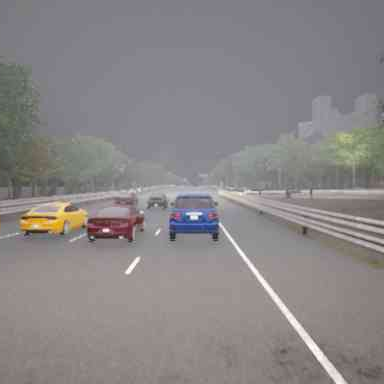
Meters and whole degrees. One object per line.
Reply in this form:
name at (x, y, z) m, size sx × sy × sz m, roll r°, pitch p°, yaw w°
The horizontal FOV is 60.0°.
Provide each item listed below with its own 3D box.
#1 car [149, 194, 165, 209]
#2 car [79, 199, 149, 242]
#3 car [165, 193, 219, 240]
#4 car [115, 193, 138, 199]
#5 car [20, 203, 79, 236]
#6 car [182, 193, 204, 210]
car at (-3.412, 0.923, 34.097) m, size 1.837 × 1.490 × 4.892 m, roll 0°, pitch 1°, yaw 0°
car at (-3.406, 1.326, 15.650) m, size 1.882 × 1.535 × 5.008 m, roll 0°, pitch 1°, yaw 0°
car at (0.106, 1.063, 16.078) m, size 2.150 × 2.045 × 5.566 m, roll 0°, pitch 1°, yaw 0°
car at (-6.911, 0.861, 35.577) m, size 1.882 × 1.535 × 5.008 m, roll 0°, pitch 1°, yaw 0°
car at (-6.906, 1.295, 17.213) m, size 1.882 × 1.535 × 5.008 m, roll 0°, pitch 1°, yaw 0°
car at (0.087, 0.912, 33.991) m, size 2.128 × 1.511 × 4.902 m, roll 0°, pitch 1°, yaw 0°
